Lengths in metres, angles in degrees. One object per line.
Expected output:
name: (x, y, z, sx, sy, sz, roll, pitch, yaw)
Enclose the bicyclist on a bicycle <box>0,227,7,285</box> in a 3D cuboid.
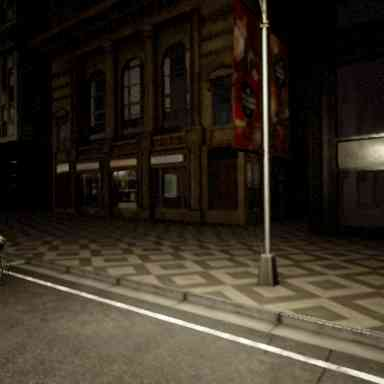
bicyclist on a bicycle: (-4.964, 1.424, 8.200, 1.656, 1.620, 0.582, 0, 0, 35)
